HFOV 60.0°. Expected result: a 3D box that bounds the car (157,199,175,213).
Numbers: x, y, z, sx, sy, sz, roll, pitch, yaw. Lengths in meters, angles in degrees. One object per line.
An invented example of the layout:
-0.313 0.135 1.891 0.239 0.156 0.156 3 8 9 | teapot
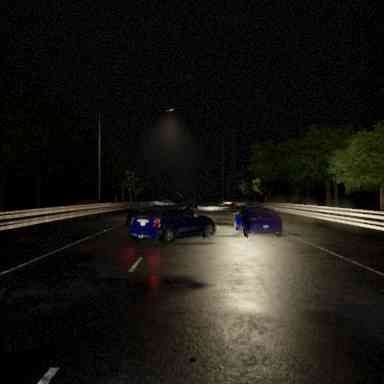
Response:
-3.529 1.886 45.991 2.097 1.767 4.553 0 -1 0 | car

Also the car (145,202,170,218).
-3.521 1.813 35.018 2.128 1.511 4.902 0 -1 0 | car

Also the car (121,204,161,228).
-3.515 1.654 24.045 2.163 1.488 4.792 0 -1 0 | car

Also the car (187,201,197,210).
0.014 2.365 59.413 1.812 1.442 4.674 0 -1 0 | car

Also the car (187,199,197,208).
-0.047 2.583 77.764 2.150 2.045 5.566 0 -2 0 | car

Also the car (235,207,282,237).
3.590 1.567 18.615 1.882 1.535 5.008 0 -1 0 | car

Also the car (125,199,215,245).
-0.816 1.419 16.223 2.097 1.767 4.553 0 -1 39 | car
